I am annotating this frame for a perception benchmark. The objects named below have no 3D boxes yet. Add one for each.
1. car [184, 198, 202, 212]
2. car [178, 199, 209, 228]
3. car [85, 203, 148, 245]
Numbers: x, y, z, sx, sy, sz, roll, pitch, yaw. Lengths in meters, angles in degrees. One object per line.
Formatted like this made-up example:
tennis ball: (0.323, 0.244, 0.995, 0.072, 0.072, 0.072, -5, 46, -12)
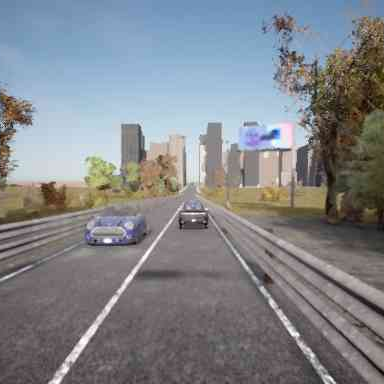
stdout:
car: (0.072, 1.534, 40.653, 2.033, 1.411, 5.357, 0, 0, 0)
car: (0.090, 1.484, 22.098, 2.128, 1.511, 4.902, 0, 0, 0)
car: (-3.352, 1.347, 15.470, 2.097, 1.767, 4.553, 0, 0, 0)
